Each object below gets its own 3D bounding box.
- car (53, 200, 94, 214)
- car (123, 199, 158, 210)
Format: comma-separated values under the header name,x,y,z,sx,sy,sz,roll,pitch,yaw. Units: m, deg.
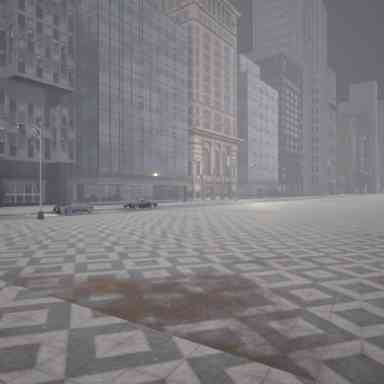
name,x,y,z,sx,sy,sz,roll,pitch,yaw
car,-12.460,1.576,35.163,1.994,1.385,4.181,0,0,37
car,-6.688,1.599,43.272,1.895,1.301,4.718,0,0,36
